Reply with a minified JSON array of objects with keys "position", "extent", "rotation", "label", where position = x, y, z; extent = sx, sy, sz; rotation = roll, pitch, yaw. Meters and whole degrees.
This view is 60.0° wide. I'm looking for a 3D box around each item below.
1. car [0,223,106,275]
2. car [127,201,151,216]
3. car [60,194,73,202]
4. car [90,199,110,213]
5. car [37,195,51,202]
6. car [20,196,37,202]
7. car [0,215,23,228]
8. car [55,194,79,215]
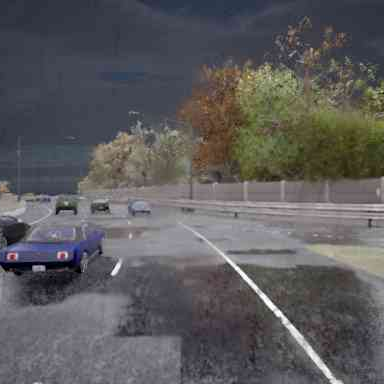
[{"position":[-4.007,1.627,10.541],"extent":[1.895,1.301,4.718],"rotation":[0,0,-5],"label":"car"},{"position":[-5.367,1.580,33.668],"extent":[2.033,1.411,5.357],"rotation":[0,0,-17],"label":"car"},{"position":[-29.308,1.360,77.435],"extent":[2.097,1.767,4.553],"rotation":[0,0,-30],"label":"car"},{"position":[-10.567,1.545,38.038],"extent":[1.882,1.535,5.008],"rotation":[0,0,-20],"label":"car"},{"position":[-33.752,1.390,75.280],"extent":[4.553,1.767,2.097],"rotation":[0,0,44],"label":"car"},{"position":[-36.322,1.605,72.903],"extent":[4.181,1.385,1.994],"rotation":[0,0,44],"label":"car"},{"position":[-8.043,1.617,13.539],"extent":[1.994,1.385,4.181],"rotation":[0,0,-7],"label":"car"},{"position":[-13.533,1.308,36.018],"extent":[2.150,2.045,5.566],"rotation":[0,0,-20],"label":"car"}]
